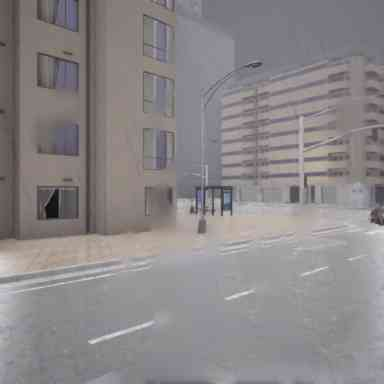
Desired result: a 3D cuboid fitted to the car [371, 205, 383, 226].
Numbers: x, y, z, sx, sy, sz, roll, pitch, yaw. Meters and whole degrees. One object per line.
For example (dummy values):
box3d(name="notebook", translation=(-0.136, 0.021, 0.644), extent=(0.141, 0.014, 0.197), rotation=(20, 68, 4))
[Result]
box3d(name="car", translation=(13.678, 1.581, 22.882), extent=(1.994, 1.385, 4.181), rotation=(0, -1, 19))
